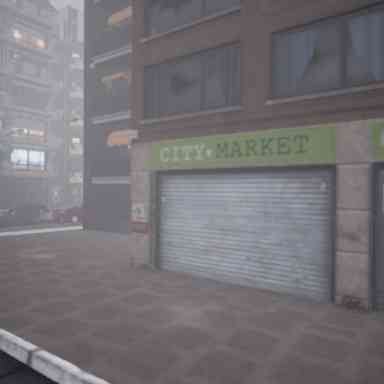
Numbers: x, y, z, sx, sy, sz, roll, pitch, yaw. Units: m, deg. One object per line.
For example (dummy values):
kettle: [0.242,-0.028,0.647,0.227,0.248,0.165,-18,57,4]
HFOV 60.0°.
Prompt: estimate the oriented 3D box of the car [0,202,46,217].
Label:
car: [-15.302,1.555,30.504,1.802,1.307,4.206,0,-1,35]

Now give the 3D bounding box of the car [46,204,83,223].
car: [-8.478,1.604,25.698,1.887,1.381,4.507,0,-1,35]
